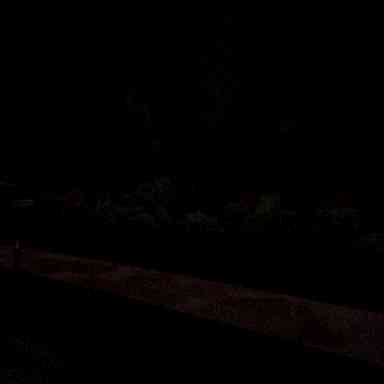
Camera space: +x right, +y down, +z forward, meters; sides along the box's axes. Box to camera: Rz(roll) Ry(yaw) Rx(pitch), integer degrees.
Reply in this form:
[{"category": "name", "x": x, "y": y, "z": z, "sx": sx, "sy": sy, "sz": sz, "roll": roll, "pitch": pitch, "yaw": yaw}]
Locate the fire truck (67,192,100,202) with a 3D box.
[{"category": "fire truck", "x": -17.752, "y": -0.276, "z": 49.554, "sx": 2.891, "sy": 3.827, "sz": 8.468, "roll": 1, "pitch": 0, "yaw": 31}]
